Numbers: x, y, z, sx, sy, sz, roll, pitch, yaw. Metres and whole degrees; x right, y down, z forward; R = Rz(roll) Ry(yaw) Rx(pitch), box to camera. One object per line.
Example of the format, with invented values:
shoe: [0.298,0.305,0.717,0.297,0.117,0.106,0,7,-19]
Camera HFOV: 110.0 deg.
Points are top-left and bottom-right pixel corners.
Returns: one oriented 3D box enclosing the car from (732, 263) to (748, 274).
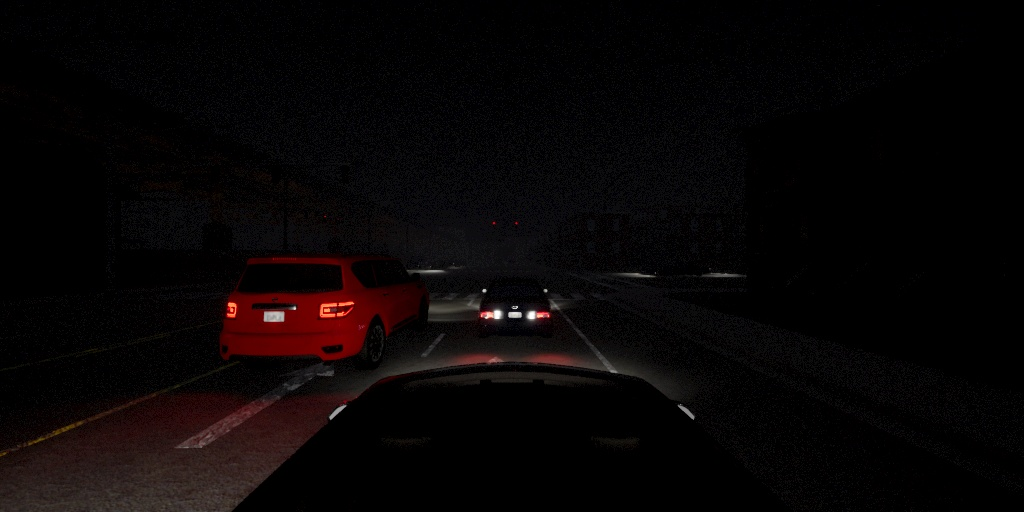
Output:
car: [26.824,1.254,39.386,4.892,1.490,1.837,0,0,0]

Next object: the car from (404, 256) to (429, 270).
car: [-14.089,0.974,53.154,2.150,2.045,5.566,0,0,0]

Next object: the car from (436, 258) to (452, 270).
car: [-10.531,1.241,51.723,2.128,1.511,4.902,0,0,-1]

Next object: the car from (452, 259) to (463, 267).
car: [-10.567,1.256,64.097,1.837,1.490,4.892,0,0,0]

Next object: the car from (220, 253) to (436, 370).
car: [-3.427,0.971,7.877,2.150,2.045,5.566,0,0,0]

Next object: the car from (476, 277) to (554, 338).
car: [0.081,1.297,10.130,2.033,1.411,5.357,0,0,0]

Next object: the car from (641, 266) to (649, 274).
car: [17.097,1.297,39.380,5.357,1.411,2.033,0,0,2]

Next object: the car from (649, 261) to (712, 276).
car: [16.992,1.297,35.895,5.357,1.411,2.033,0,0,0]
